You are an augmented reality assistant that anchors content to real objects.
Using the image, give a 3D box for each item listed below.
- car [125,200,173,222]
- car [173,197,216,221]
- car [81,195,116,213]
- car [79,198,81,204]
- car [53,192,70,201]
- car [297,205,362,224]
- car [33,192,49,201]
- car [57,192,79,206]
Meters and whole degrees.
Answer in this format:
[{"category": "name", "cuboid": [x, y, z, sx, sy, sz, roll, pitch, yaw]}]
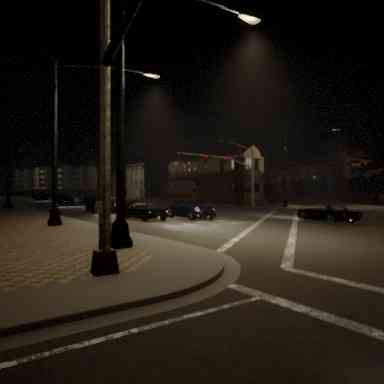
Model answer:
[{"category": "car", "cuboid": [-3.749, 1.546, 26.256, 1.895, 1.301, 4.718, 0, 0, -37]}, {"category": "car", "cuboid": [-0.063, 1.301, 27.129, 2.097, 1.767, 4.553, 0, 0, -36]}, {"category": "car", "cuboid": [-9.185, 1.229, 33.750, 2.097, 1.767, 4.553, 0, 1, -36]}, {"category": "car", "cuboid": [-14.663, 1.133, 47.295, 1.994, 1.385, 4.181, 0, 2, -35]}, {"category": "car", "cuboid": [-23.327, 0.743, 59.331, 1.812, 1.442, 4.674, 0, 1, -35]}, {"category": "car", "cuboid": [9.841, 1.581, 24.321, 1.895, 1.301, 4.718, 0, 0, -20]}, {"category": "car", "cuboid": [-25.924, 0.772, 56.939, 2.033, 1.411, 5.357, 0, 1, -35]}, {"category": "car", "cuboid": [-17.224, 1.089, 44.859, 1.837, 1.490, 4.892, 0, 2, -36]}]
